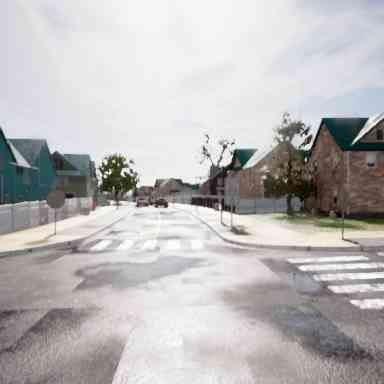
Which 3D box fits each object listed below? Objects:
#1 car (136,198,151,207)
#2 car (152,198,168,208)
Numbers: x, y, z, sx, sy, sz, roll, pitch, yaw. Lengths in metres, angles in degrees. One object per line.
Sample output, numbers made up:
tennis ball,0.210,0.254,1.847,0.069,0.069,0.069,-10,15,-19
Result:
car,-8.388,1.774,55.947,1.812,1.442,4.674,0,-1,-11
car,-4.853,1.717,52.370,1.837,1.490,4.892,0,-1,-11
